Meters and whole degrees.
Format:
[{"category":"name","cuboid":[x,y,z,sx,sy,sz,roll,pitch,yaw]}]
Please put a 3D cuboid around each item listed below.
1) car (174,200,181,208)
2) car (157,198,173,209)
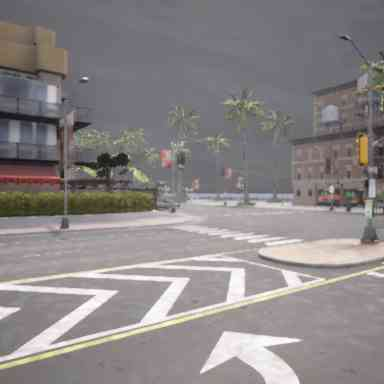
[{"category":"car","cuboid":[-3.563,1.650,50.657,2.128,1.511,4.902,0,0,-35]},{"category":"car","cuboid":[-4.981,1.738,46.567,1.895,1.301,4.718,0,0,-35]}]
